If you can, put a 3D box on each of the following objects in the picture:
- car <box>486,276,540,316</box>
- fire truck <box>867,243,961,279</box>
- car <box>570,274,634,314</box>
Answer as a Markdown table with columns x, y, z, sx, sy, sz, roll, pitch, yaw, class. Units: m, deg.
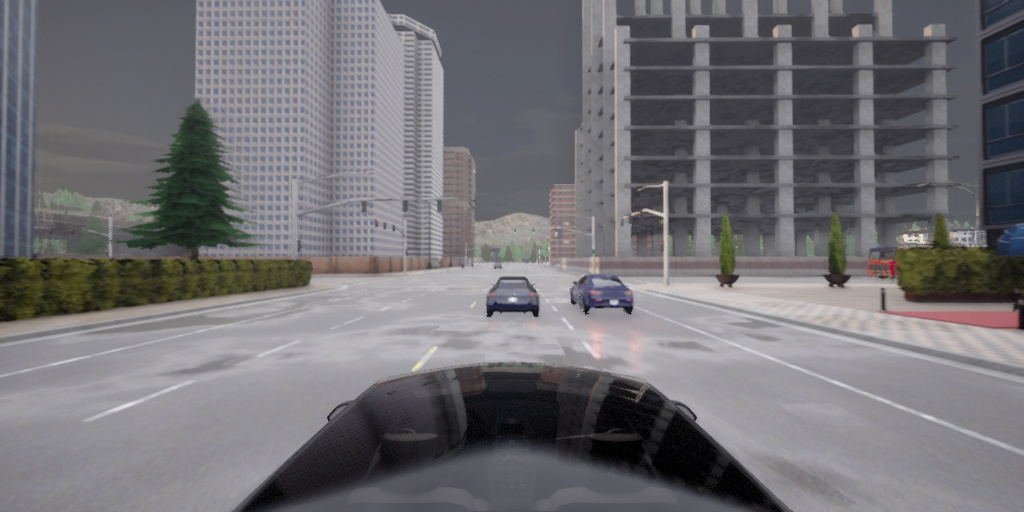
| x | y | z | sx | sy | sz | roll | pitch | yaw | class |
| --- | --- | --- | --- | --- | --- | --- | --- | --- | --- |
| 0.047 | 1.488 | 14.295 | 1.994 | 1.385 | 4.181 | 0 | -1 | 1 | car |
| 43.793 | 0.591 | 38.729 | 8.468 | 3.827 | 2.891 | 0 | -1 | 0 | fire truck |
| 3.550 | 1.454 | 14.677 | 1.812 | 1.442 | 4.674 | 0 | -1 | 1 | car |
